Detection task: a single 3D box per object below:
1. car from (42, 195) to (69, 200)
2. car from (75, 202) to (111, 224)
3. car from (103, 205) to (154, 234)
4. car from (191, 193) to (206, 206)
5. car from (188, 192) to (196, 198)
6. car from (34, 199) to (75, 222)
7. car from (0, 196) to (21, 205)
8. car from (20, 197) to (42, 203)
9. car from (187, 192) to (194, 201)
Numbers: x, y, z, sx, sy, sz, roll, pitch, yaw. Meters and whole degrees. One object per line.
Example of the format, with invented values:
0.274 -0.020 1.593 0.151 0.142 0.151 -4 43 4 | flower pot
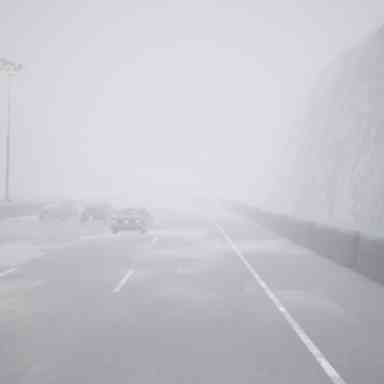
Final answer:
-21.047 1.269 52.404 2.128 1.511 4.902 0 1 1 | car
-6.898 1.525 25.121 1.837 1.490 4.892 0 0 0 | car
-3.398 1.581 19.615 2.033 1.411 5.357 0 0 0 | car
1.229 1.266 51.700 1.882 1.535 5.008 0 1 0 | car
0.006 0.725 83.349 2.033 1.411 5.357 0 1 0 | car
-10.398 1.541 26.158 1.812 1.442 4.674 0 0 0 | car
-28.032 1.327 52.360 2.033 1.411 5.357 0 1 1 | car
-24.539 1.379 52.414 1.895 1.301 4.718 0 1 1 | car
0.005 1.068 68.559 1.994 1.385 4.181 0 1 0 | car
